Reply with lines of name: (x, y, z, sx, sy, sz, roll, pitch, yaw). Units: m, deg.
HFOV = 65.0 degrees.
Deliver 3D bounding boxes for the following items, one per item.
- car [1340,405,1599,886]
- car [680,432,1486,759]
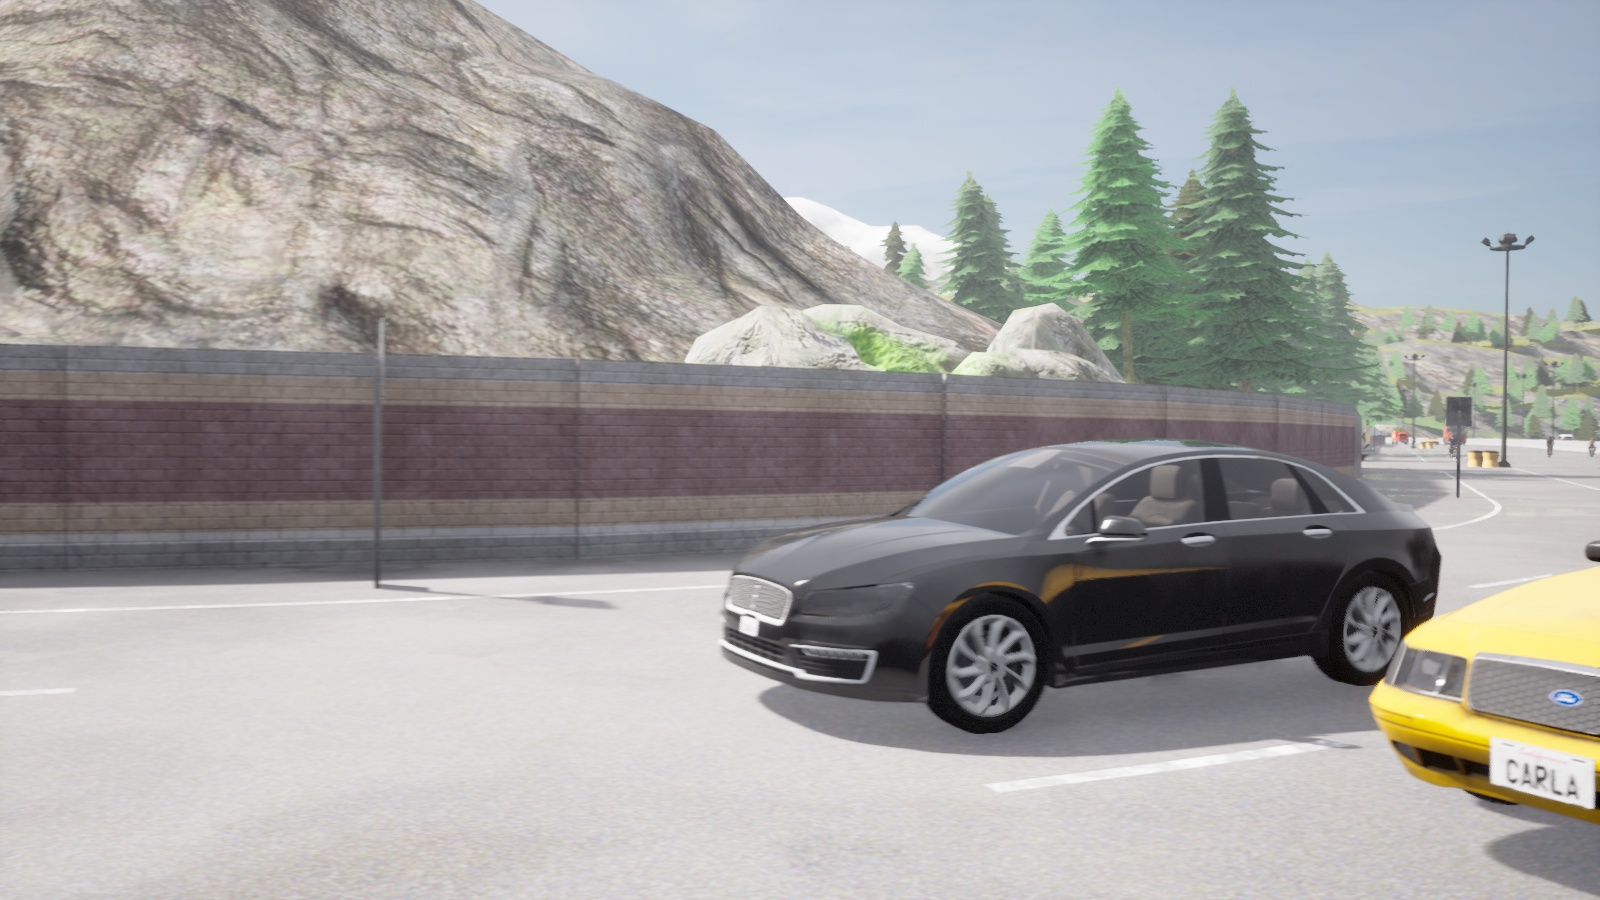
car: (4.917, 0.595, 5.482, 5.366, 1.575, 1.801, -1, 1, -29)
car: (1.878, 0.659, 7.872, 4.892, 1.490, 1.837, -1, 1, -27)
